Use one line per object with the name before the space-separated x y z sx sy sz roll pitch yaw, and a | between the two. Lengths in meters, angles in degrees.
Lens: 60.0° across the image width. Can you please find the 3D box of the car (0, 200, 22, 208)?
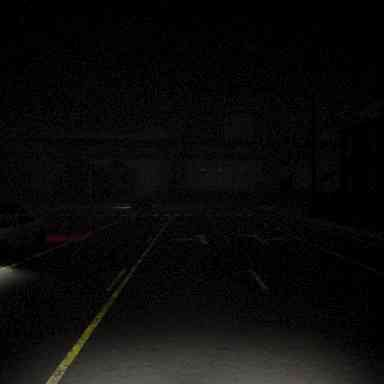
car | -10.672 1.351 17.810 2.097 1.767 4.553 0 0 0

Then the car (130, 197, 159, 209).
car | -6.566 1.505 45.438 1.837 1.490 4.892 0 0 -45

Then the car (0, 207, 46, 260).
car | -7.159 1.527 12.607 1.812 1.442 4.674 0 1 -1

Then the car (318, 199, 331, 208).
car | 17.601 1.526 40.148 4.674 1.442 1.812 0 0 0
